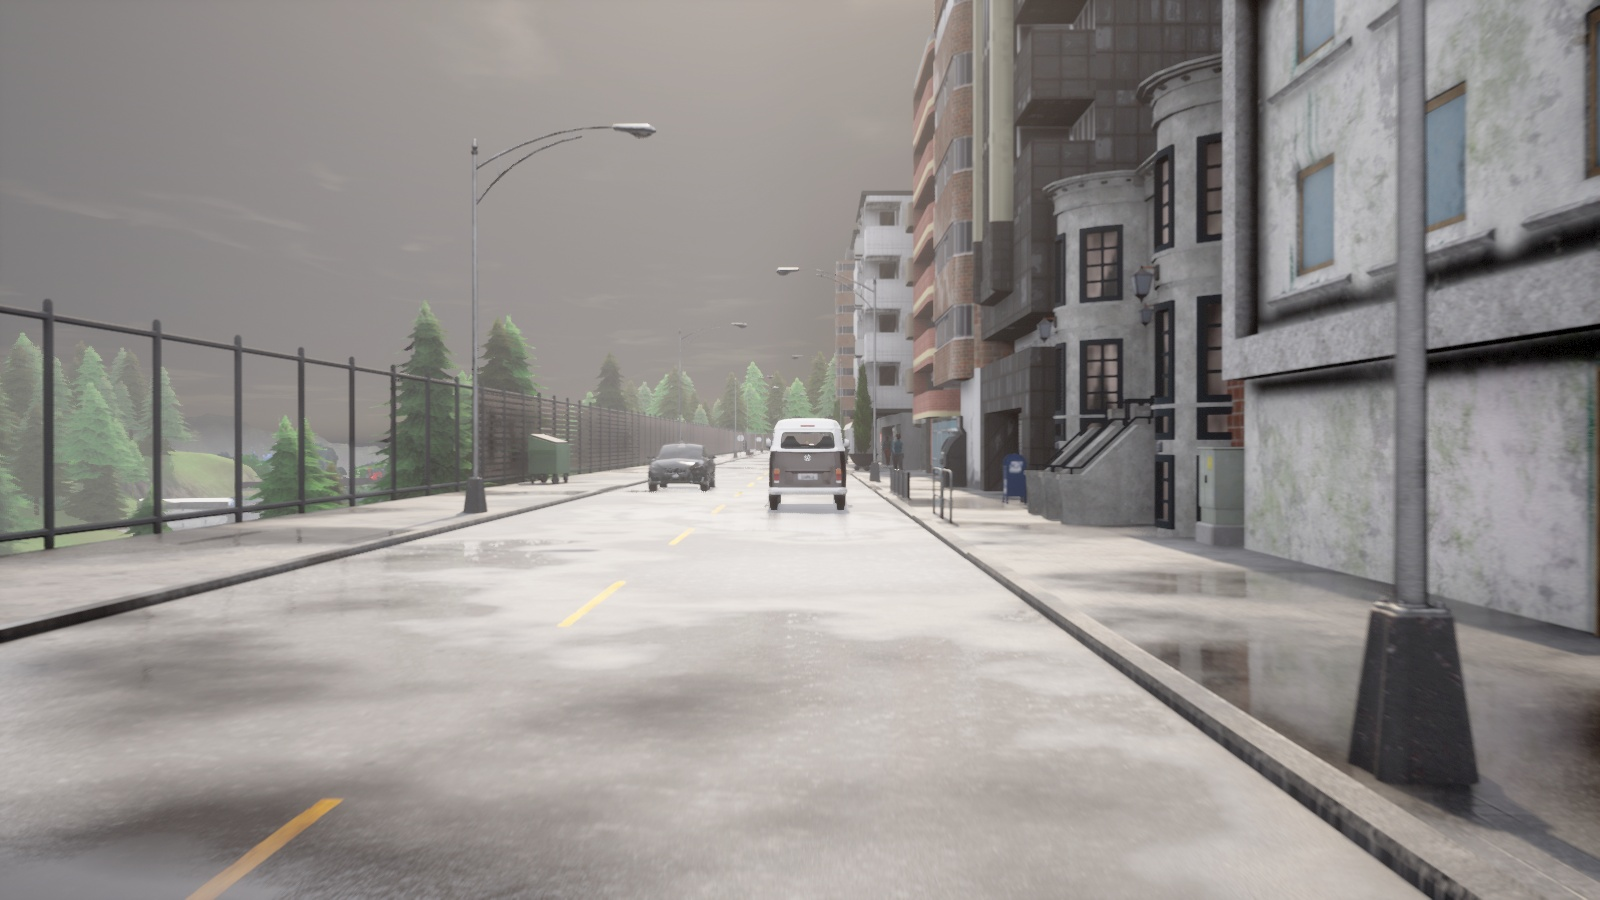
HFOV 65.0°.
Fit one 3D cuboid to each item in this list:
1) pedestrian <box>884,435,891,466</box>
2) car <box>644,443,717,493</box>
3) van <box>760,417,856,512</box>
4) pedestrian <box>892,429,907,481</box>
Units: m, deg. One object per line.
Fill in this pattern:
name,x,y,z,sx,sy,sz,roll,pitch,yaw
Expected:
pedestrian,5.248,0.037,75.221,0.353,1.847,0.614,0,0,8
car,-3.760,0.521,40.259,1.837,1.490,4.892,0,0,0
van,0.179,0.305,29.346,2.069,2.038,4.480,0,0,0
pedestrian,3.713,0.194,47.008,0.396,1.930,0.692,0,0,-11
